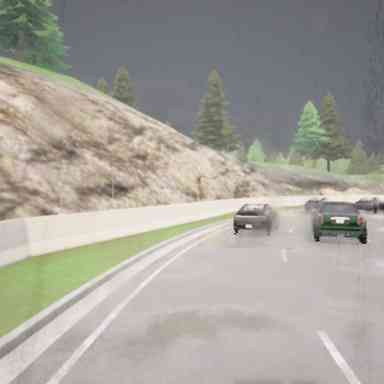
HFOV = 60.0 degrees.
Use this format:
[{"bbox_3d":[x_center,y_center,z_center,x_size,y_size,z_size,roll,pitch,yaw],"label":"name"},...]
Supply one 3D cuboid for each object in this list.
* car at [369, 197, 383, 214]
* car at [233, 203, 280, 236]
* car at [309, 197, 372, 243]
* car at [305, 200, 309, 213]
[{"bbox_3d":[17.358,1.233,32.005,2.128,1.511,4.902,0,0,45],"label":"car"},{"bbox_3d":[3.521,1.349,17.700,2.128,1.511,4.902,0,0,21],"label":"car"},{"bbox_3d":[6.813,1.224,15.724,2.097,1.767,4.553,0,0,19],"label":"car"},{"bbox_3d":[12.729,1.229,32.574,2.128,1.511,4.902,0,0,41],"label":"car"}]
